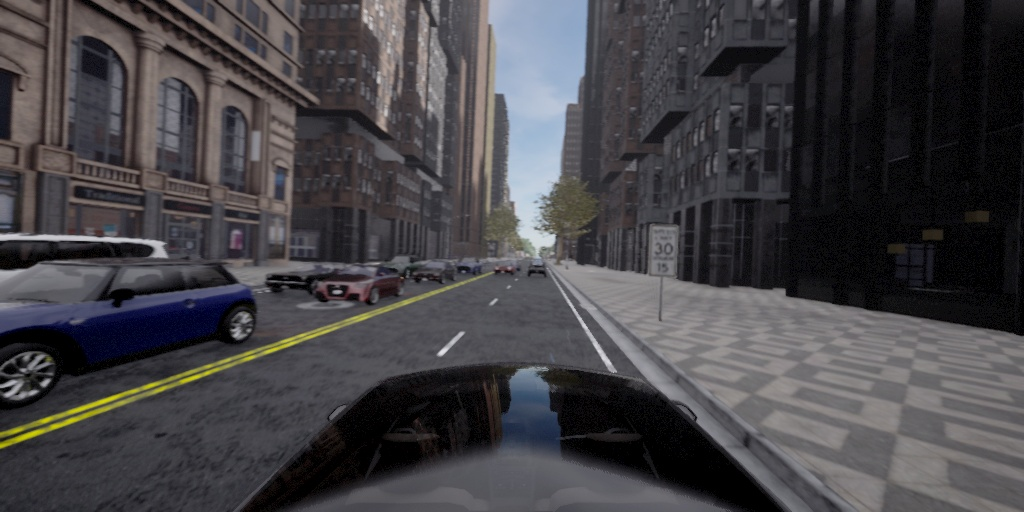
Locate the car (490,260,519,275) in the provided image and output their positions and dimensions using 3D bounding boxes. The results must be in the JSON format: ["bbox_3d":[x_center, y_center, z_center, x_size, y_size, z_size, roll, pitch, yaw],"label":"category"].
[{"bbox_3d":[-0.665,1.247,36.566,1.895,1.301,4.718,2,0,5],"label":"car"}]

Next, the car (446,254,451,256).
[{"bbox_3d":[-6.833,0.510,41.411,2.128,1.511,4.902,2,0,4],"label":"car"}]

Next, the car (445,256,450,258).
[{"bbox_3d":[-7.317,0.963,36.110,1.895,1.301,4.718,2,0,5],"label":"car"}]

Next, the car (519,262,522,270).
[{"bbox_3d":[0.162,1.219,47.639,1.994,1.385,4.181,2,0,5],"label":"car"}]

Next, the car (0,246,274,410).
[{"bbox_3d":[-6.468,0.816,5.586,2.097,1.767,4.553,2,0,4],"label":"car"}]

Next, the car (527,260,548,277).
[{"bbox_3d":[2.584,1.288,36.403,1.837,1.490,4.892,2,0,5],"label":"car"}]

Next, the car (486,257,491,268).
[{"bbox_3d":[-3.601,0.719,41.130,1.895,1.301,4.718,2,0,4],"label":"car"}]

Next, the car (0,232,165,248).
[{"bbox_3d":[-9.629,0.548,6.763,2.150,2.045,5.566,2,0,5],"label":"car"}]

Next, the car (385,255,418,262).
[{"bbox_3d":[-8.104,0.702,26.369,2.097,1.767,4.553,2,0,5],"label":"car"}]

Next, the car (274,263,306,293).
[{"bbox_3d":[-8.883,0.939,16.498,1.895,1.301,4.718,2,0,4],"label":"car"}]

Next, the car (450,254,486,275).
[{"bbox_3d":[-4.166,0.852,34.693,2.097,1.767,4.553,2,0,5],"label":"car"}]

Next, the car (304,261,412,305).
[{"bbox_3d":[-5.812,1.039,14.198,1.994,1.385,4.181,2,0,4],"label":"car"}]

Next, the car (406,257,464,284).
[{"bbox_3d":[-5.026,1.035,24.224,2.033,1.411,5.357,2,0,4],"label":"car"}]
